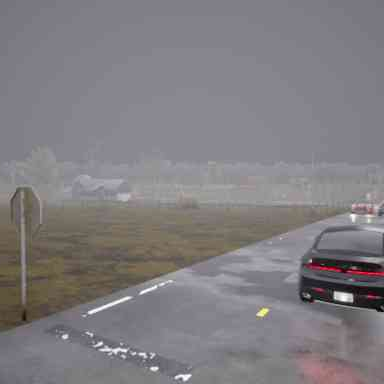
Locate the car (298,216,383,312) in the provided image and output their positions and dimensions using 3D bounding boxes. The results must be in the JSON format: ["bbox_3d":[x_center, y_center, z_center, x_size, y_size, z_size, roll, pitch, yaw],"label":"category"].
[{"bbox_3d":[3.812,1.517,7.633,1.837,1.490,4.892,0,0,32],"label":"car"}]

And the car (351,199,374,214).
[{"bbox_3d":[20.031,1.642,39.050,2.097,1.767,4.553,0,-1,32],"label":"car"}]

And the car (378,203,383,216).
[{"bbox_3d":[20.272,1.794,34.106,1.994,1.385,4.181,0,-1,32],"label":"car"}]

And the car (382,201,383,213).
[{"bbox_3d":[25.427,1.893,42.540,1.812,1.442,4.674,0,-1,32],"label":"car"}]
